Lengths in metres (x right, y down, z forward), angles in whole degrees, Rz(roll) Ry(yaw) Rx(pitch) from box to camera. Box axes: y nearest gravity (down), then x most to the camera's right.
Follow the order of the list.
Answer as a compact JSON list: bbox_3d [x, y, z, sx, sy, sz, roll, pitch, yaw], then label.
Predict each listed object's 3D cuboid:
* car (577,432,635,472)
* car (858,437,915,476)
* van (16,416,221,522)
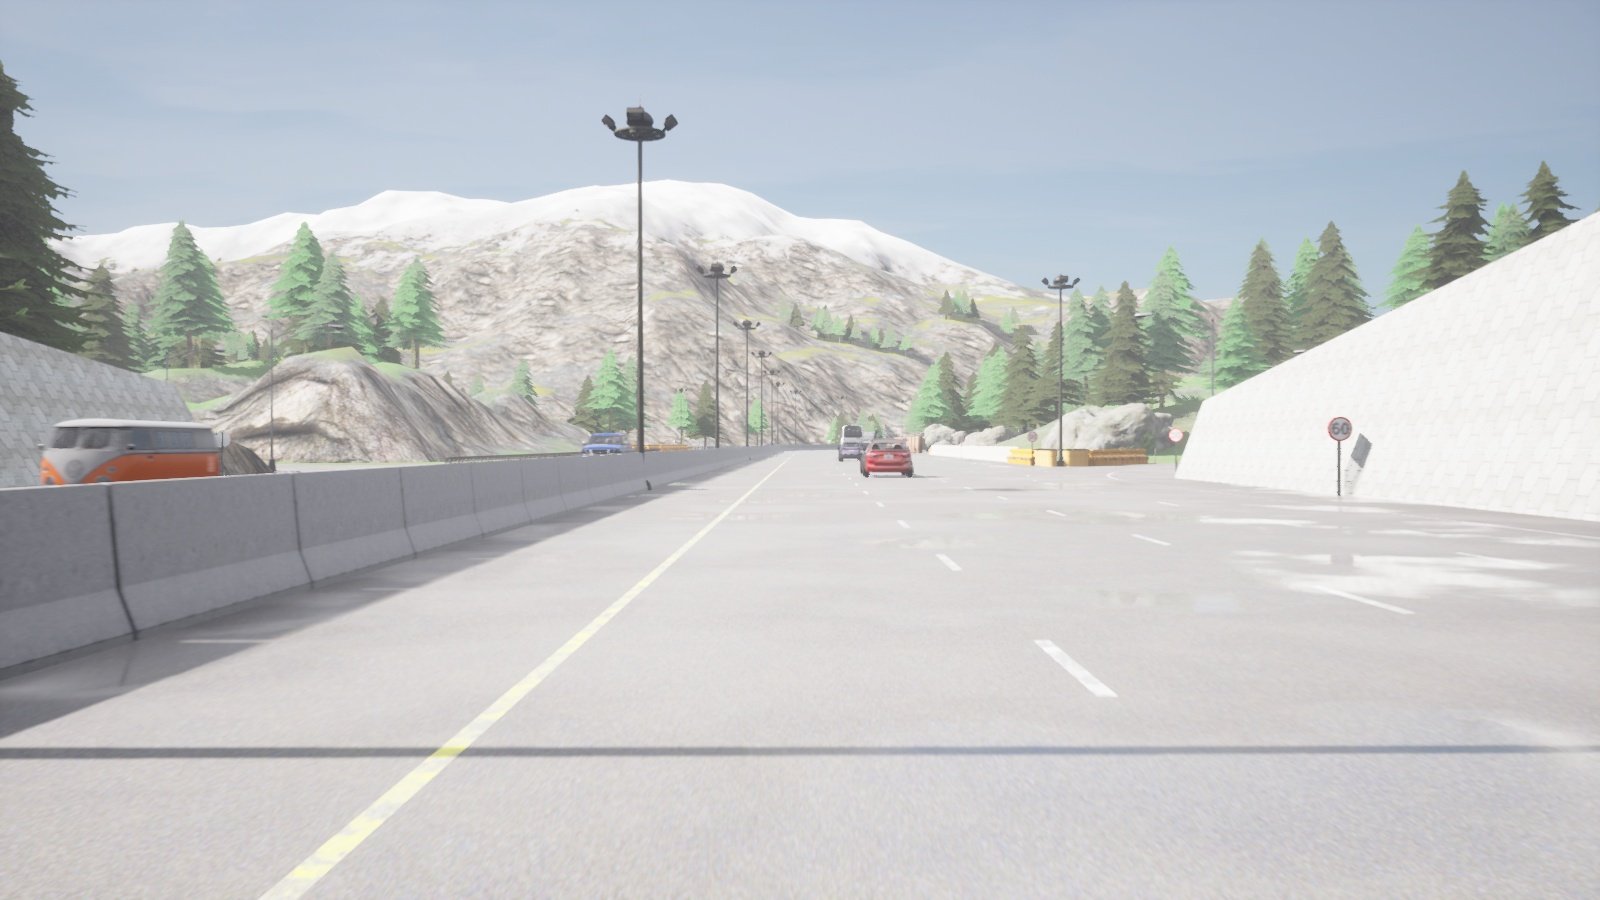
[{"bbox_3d":[-10.111,0.087,65.728,2.150,2.045,5.566,0,0,0],"label":"car"},{"bbox_3d":[3.836,0.276,56.394,2.242,1.667,4.611,0,0,0],"label":"car"},{"bbox_3d":[-13.838,0.343,25.835,1.775,1.987,4.442,0,0,0],"label":"van"}]
